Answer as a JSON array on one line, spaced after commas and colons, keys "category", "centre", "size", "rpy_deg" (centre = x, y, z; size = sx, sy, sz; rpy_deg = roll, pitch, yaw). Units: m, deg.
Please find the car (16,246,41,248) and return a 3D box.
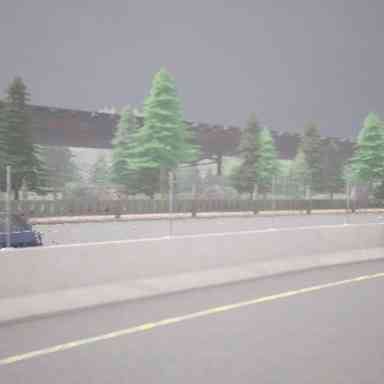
[{"category": "car", "centre": [-6.079, 1.266, 8.083], "size": [4.553, 1.767, 2.097], "rpy_deg": [0, 0, -35]}]
